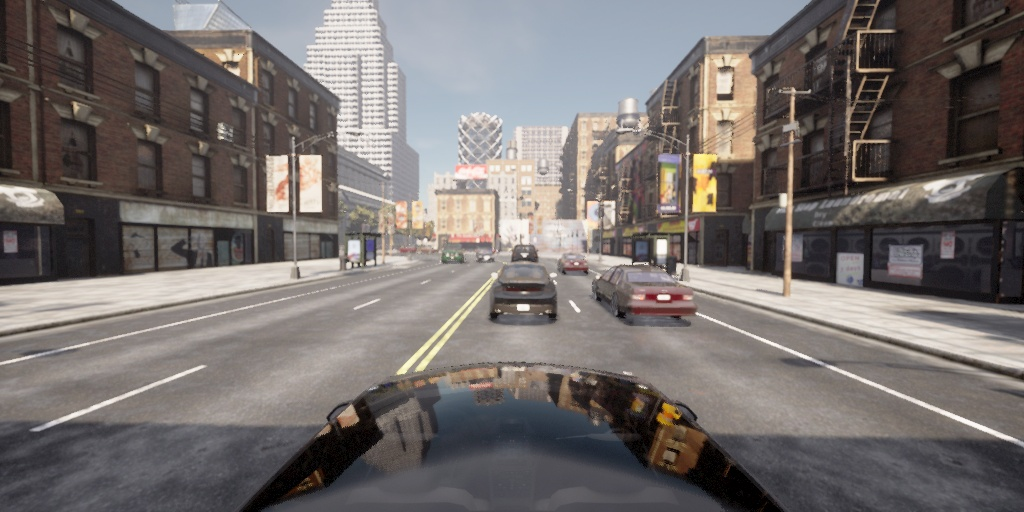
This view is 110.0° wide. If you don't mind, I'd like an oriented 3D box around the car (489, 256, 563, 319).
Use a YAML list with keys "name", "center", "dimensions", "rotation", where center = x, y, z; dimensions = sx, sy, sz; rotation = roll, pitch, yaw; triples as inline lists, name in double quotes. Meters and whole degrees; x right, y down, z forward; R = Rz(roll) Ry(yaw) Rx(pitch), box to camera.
- name: "car"
  center: [0.368, 0.939, 11.251]
  dimensions: [1.837, 1.490, 4.892]
  rotation: [0, 2, 2]

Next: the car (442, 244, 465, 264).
- name: "car"
  center: [-6.137, -0.261, 38.096]
  dimensions: [2.150, 2.045, 5.566]
  rotation: [0, 2, -5]

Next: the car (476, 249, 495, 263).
- name: "car"
  center: [-2.971, -0.040, 39.934]
  dimensions: [2.128, 1.511, 4.902]
  rotation: [0, 2, -8]

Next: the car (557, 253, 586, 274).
- name: "car"
  center: [4.403, 0.494, 26.390]
  dimensions: [2.033, 1.411, 5.357]
  rotation: [0, 2, 2]

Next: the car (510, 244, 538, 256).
- name: "car"
  center: [1.055, 0.021, 30.373]
  dimensions: [2.150, 2.045, 5.566]
  rotation: [0, 2, 2]

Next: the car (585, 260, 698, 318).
- name: "car"
  center: [3.874, 0.990, 11.408]
  dimensions: [2.033, 1.411, 5.357]
  rotation: [0, 2, 2]
